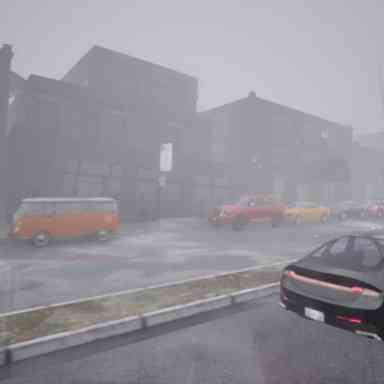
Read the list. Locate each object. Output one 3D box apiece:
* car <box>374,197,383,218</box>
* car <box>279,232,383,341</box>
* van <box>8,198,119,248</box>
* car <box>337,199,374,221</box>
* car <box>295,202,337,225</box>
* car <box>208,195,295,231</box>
[{"bbox_3d":[17.036,1.392,30.754,4.553,1.767,2.185,0,0,-36],"label":"car"},{"bbox_3d":[3.689,1.504,6.070,4.902,1.511,2.128,0,0,-35],"label":"car"},{"bbox_3d":[-5.537,1.232,14.573,4.442,1.987,1.878,0,0,-36],"label":"van"},{"bbox_3d":[12.524,1.506,27.520,4.892,1.521,2.231,0,0,-36],"label":"car"},{"bbox_3d":[8.033,1.493,24.300,5.008,1.535,2.097,0,0,-36],"label":"car"},{"bbox_3d":[3.618,1.230,21.135,5.566,2.045,2.435,0,0,-36],"label":"car"}]
